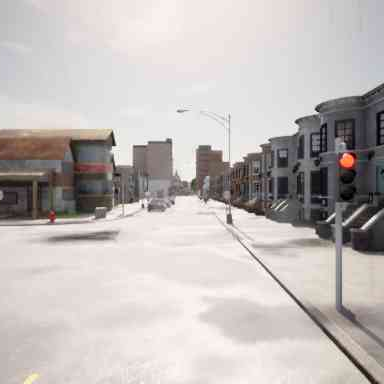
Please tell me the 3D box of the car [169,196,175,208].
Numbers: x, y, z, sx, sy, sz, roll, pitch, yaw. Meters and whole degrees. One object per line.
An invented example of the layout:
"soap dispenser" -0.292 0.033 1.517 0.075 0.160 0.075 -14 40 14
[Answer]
"car" -4.079 1.539 49.040 2.033 1.411 5.357 0 0 0

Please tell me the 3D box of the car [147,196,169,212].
"car" -4.090 1.498 39.237 1.837 1.490 4.892 0 0 0
